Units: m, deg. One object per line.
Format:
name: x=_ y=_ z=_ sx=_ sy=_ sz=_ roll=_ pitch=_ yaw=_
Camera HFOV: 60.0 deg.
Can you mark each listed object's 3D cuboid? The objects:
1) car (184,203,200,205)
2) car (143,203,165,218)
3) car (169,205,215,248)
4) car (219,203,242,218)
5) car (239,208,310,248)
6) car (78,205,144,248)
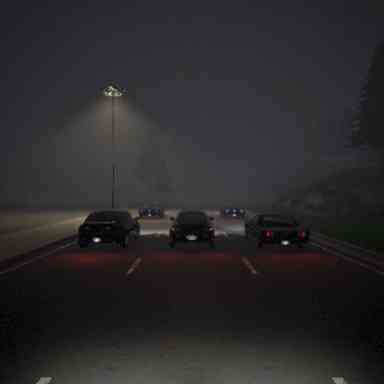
car: x=0.000 y=1.614 z=29.680 sx=1.895 sy=1.301 sz=4.718 roll=0 pitch=0 yaw=0
car: x=-3.500 y=1.614 z=29.680 sx=1.895 sy=1.301 sz=4.718 roll=0 pitch=0 yaw=0
car: x=0.000 y=1.530 z=14.650 sx=1.812 sy=1.442 sz=4.674 roll=0 pitch=0 yaw=0
car: x=3.500 y=1.614 z=29.680 sx=1.895 sy=1.301 sz=4.718 roll=0 pitch=0 yaw=0
car: x=3.500 y=1.613 z=14.680 sx=1.895 sy=1.301 sz=4.718 roll=0 pitch=0 yaw=0
car: x=-3.500 y=1.513 z=14.650 sx=1.837 sy=1.490 sz=4.892 roll=0 pitch=0 yaw=0
